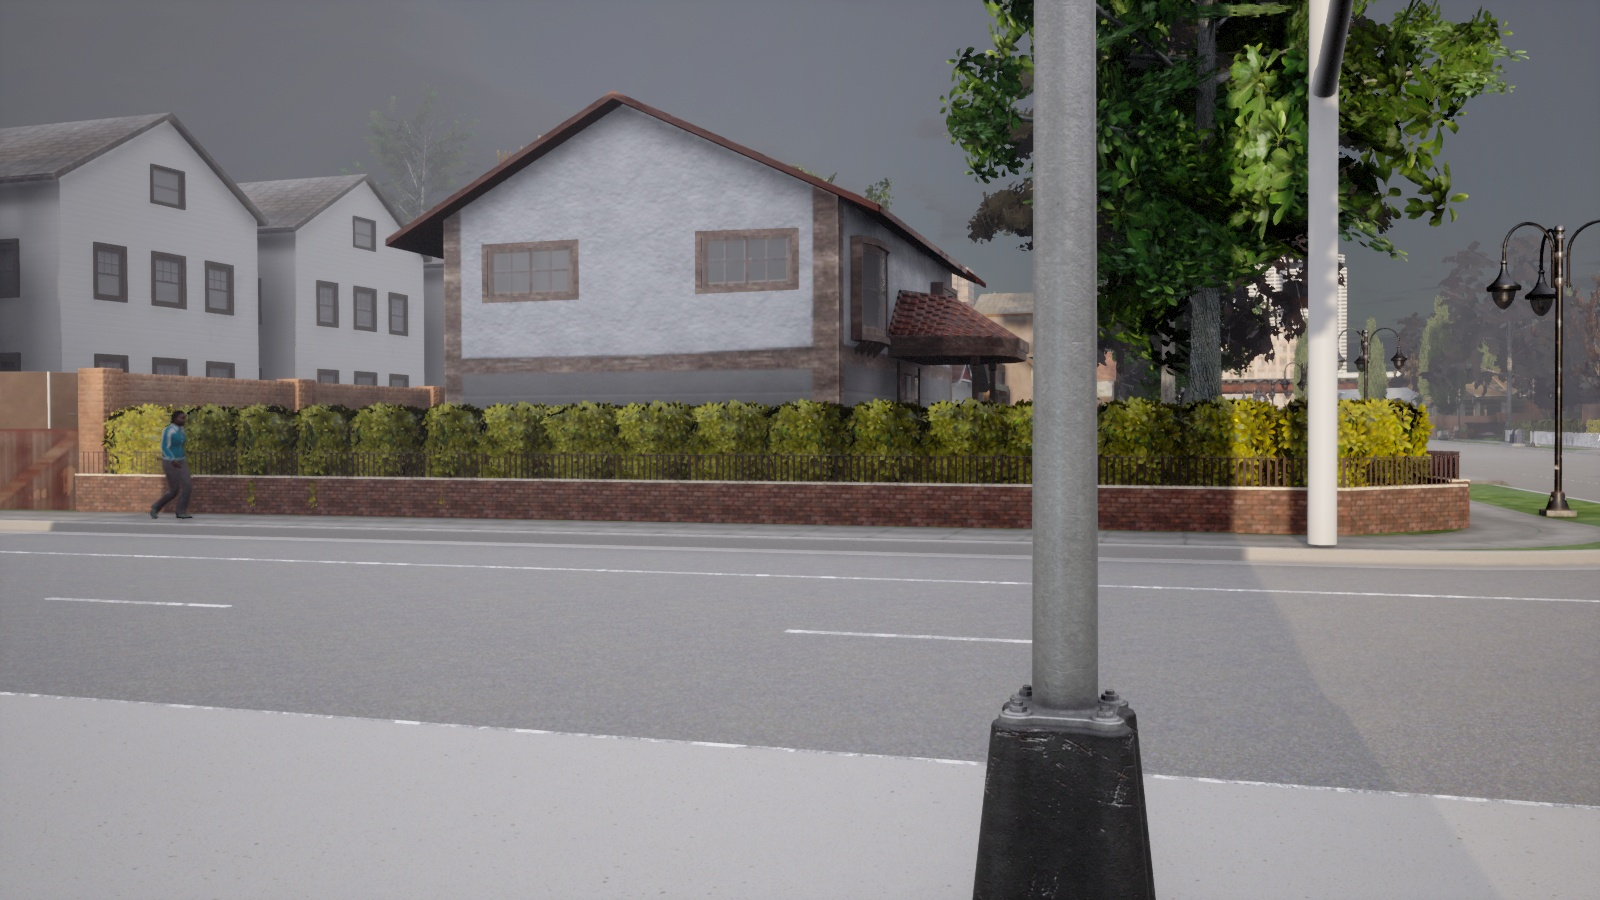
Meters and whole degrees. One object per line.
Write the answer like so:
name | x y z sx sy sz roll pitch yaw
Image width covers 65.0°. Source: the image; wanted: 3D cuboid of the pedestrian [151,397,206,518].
pedestrian | -10.045 0.119 20.305 0.692 1.930 0.396 0 1 16
